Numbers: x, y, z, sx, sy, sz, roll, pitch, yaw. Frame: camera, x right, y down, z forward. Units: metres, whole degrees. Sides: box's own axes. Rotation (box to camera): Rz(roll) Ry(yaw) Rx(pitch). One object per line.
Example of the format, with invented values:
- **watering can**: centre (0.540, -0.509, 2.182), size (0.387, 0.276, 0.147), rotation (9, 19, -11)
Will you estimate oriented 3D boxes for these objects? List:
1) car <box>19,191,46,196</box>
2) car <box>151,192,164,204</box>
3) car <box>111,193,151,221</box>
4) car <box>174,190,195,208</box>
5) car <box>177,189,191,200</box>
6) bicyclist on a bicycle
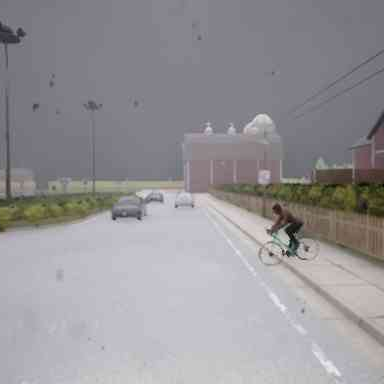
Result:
- **car**: centre (-21.622, 0.606, 45.431), size (2.033, 1.411, 5.357), rotation (0, 1, 12)
- **car**: centre (-4.474, 0.670, 40.556), size (1.994, 1.385, 4.181), rotation (0, 1, -1)
- **car**: centre (-4.112, 1.016, 22.304), size (1.837, 1.490, 4.892), rotation (0, 1, -1)
- **car**: centre (-0.727, 0.787, 32.865), size (1.812, 1.442, 4.674), rotation (0, 1, -1)
- **car**: centre (-1.225, 0.349, 50.941), size (2.128, 1.511, 4.902), rotation (0, 1, -1)
- **bicyclist on a bicycle**: centre (2.537, 1.135, 8.935), size (1.656, 1.620, 0.582), rotation (-9, 1, -1)
